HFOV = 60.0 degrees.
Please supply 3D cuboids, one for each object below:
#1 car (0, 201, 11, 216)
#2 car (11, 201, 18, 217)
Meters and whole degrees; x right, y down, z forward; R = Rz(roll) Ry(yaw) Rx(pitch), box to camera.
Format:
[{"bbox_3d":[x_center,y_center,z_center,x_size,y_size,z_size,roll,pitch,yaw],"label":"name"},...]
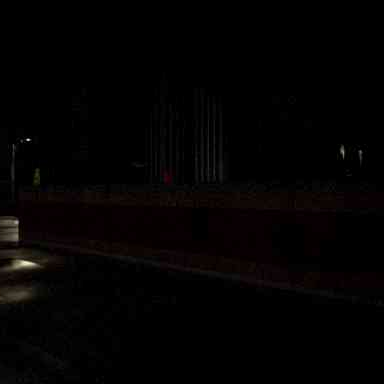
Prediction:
[{"bbox_3d":[-16.437,1.545,29.125,2.128,1.511,4.902,0,0,37],"label":"car"},{"bbox_3d":[-12.280,1.601,28.845,2.033,1.411,5.357,0,0,37],"label":"car"}]
